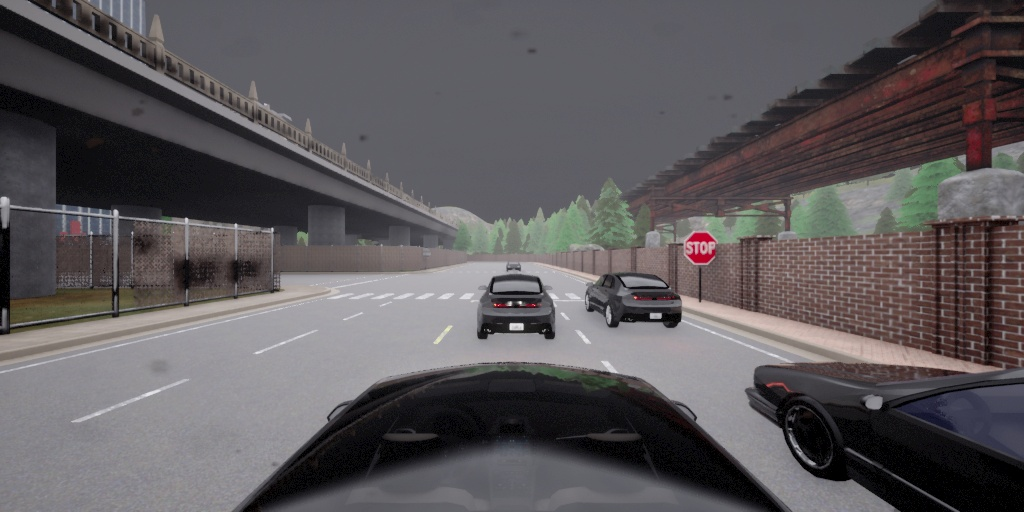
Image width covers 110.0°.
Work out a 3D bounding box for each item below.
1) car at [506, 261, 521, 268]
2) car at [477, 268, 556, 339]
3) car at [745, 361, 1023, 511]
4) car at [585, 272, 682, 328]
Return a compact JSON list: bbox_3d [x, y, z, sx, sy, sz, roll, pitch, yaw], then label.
[{"bbox_3d":[0.196,1.348,46.310,1.895,1.301,4.718,0,0,-1],"label":"car"},{"bbox_3d":[0.101,1.254,10.028,1.837,1.490,4.892,0,0,0],"label":"car"},{"bbox_3d":[3.600,1.297,1.640,2.033,1.411,5.357,0,0,0],"label":"car"},{"bbox_3d":[3.603,1.254,11.386,1.837,1.490,4.892,0,0,0],"label":"car"}]
